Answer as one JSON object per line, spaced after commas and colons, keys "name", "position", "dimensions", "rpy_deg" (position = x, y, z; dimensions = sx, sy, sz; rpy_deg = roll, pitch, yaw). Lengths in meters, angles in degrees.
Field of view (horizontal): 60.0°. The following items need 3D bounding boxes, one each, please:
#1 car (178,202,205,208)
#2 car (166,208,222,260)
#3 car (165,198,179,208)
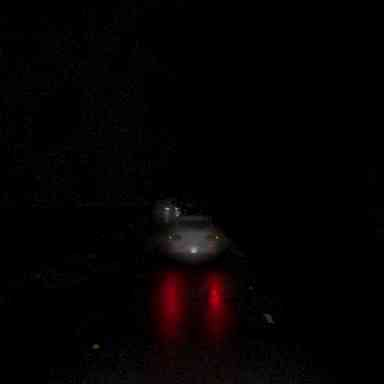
{"name": "car", "position": [0.062, 1.532, 27.447], "dimensions": [1.812, 1.442, 4.674], "rpy_deg": [0, 0, 0]}
{"name": "car", "position": [0.066, 1.526, 12.349], "dimensions": [1.812, 1.442, 4.674], "rpy_deg": [0, 0, 0]}
{"name": "car", "position": [-2.843, 1.558, 49.287], "dimensions": [1.812, 1.442, 4.674], "rpy_deg": [0, 0, 0]}
